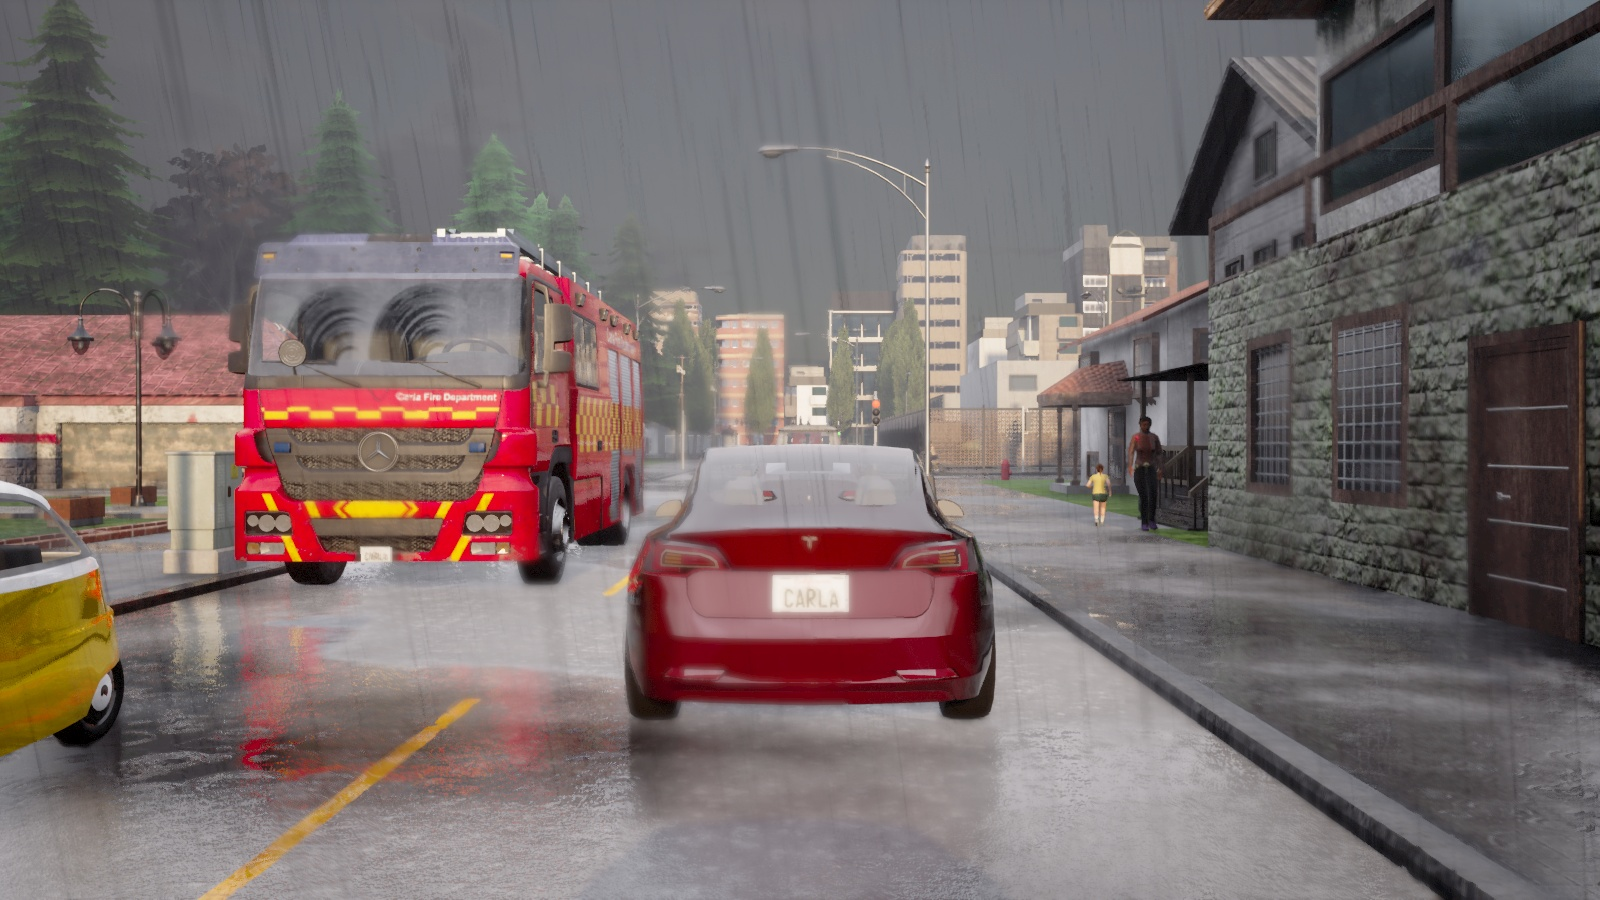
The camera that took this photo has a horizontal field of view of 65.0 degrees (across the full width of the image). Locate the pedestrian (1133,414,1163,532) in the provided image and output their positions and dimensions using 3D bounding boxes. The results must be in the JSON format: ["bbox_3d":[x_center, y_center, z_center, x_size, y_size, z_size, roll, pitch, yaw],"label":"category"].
[{"bbox_3d":[5.420,0.350,19.575,0.328,1.805,0.869,0,0,8],"label":"pedestrian"}]

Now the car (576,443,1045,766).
[{"bbox_3d":[0.061,0.700,8.198,2.163,1.488,4.792,0,0,0],"label":"car"}]

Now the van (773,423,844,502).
[{"bbox_3d":[0.212,0.308,33.971,1.775,1.987,4.442,0,0,0],"label":"van"}]

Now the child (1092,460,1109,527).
[{"bbox_3d":[5.052,0.721,21.122,0.255,1.110,0.394,0,0,11],"label":"child"}]

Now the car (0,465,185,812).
[{"bbox_3d":[-3.954,0.767,5.450,1.481,1.376,2.207,0,0,0],"label":"car"}]

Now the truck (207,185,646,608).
[{"bbox_3d":[-3.897,-0.509,15.604,2.891,3.827,8.468,0,0,0],"label":"truck"}]
